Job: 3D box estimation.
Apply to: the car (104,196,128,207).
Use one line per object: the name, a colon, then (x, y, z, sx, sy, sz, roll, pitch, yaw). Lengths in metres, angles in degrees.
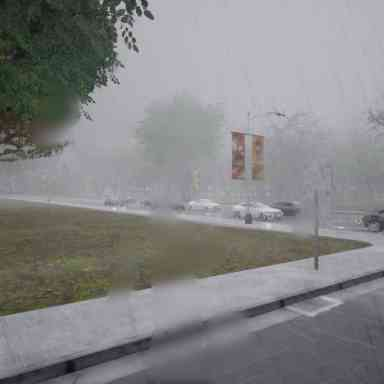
car: (-12.144, 1.512, 51.467, 1.812, 1.442, 4.674, 0, 0, -35)

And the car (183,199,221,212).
car: (1.315, 1.499, 38.040, 1.812, 1.442, 4.674, 0, 0, -35)

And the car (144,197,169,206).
car: (-5.812, 1.489, 53.951, 1.812, 1.442, 4.674, 0, 0, -36)

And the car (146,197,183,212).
car: (-2.848, 1.524, 38.262, 2.033, 1.411, 5.357, 0, 0, -36)

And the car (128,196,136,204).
car: (-12.288, 1.486, 63.041, 1.812, 1.442, 4.674, 0, 0, -35)

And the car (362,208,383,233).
car: (11.337, 1.505, 17.195, 1.837, 1.490, 4.892, 1, 0, -24)

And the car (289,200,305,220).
car: (8.451, 1.488, 27.998, 1.837, 1.490, 4.892, 0, 0, -35)

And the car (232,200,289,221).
car: (5.187, 1.512, 26.962, 1.812, 1.442, 4.674, 0, 0, -36)

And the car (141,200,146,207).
car: (-5.509, 1.570, 47.648, 1.895, 1.301, 4.718, 0, 0, -35)
